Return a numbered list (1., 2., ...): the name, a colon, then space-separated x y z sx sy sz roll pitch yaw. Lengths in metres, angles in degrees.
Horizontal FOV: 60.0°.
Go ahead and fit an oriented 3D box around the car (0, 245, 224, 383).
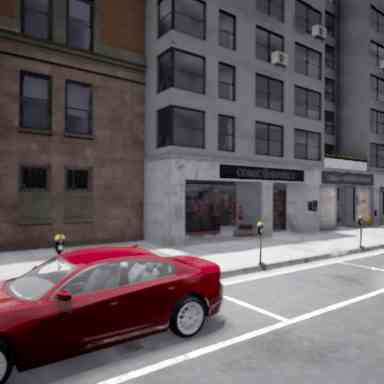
1. car: -1.554 1.559 5.079 4.507 1.381 1.887 1 0 -35
